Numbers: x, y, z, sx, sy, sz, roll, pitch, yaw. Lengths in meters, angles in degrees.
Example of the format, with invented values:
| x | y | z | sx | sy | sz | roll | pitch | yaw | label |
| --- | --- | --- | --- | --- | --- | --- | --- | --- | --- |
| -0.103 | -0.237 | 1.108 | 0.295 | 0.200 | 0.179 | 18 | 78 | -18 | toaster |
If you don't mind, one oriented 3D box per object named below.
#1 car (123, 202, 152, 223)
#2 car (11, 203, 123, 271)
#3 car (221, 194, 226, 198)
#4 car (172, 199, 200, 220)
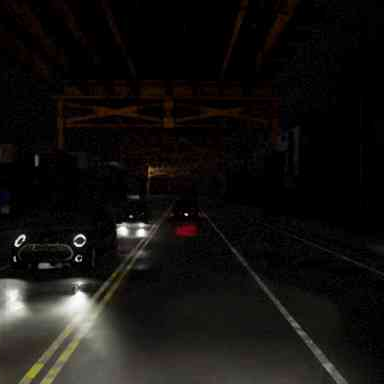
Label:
| x | y | z | sx | sy | sz | roll | pitch | yaw | label |
| --- | --- | --- | --- | --- | --- | --- | --- | --- | --- |
| -4.023 | 1.408 | 23.720 | 1.994 | 1.385 | 4.181 | 0 | 0 | -1 | car |
| -3.813 | 1.280 | 10.715 | 2.097 | 1.767 | 4.553 | 0 | 0 | -1 | car |
| 10.222 | 0.860 | 90.076 | 4.974 | 1.542 | 2.038 | 0 | 0 | 29 | car |
| -0.469 | 1.332 | 26.117 | 1.837 | 1.490 | 4.892 | 0 | 0 | -1 | car |
